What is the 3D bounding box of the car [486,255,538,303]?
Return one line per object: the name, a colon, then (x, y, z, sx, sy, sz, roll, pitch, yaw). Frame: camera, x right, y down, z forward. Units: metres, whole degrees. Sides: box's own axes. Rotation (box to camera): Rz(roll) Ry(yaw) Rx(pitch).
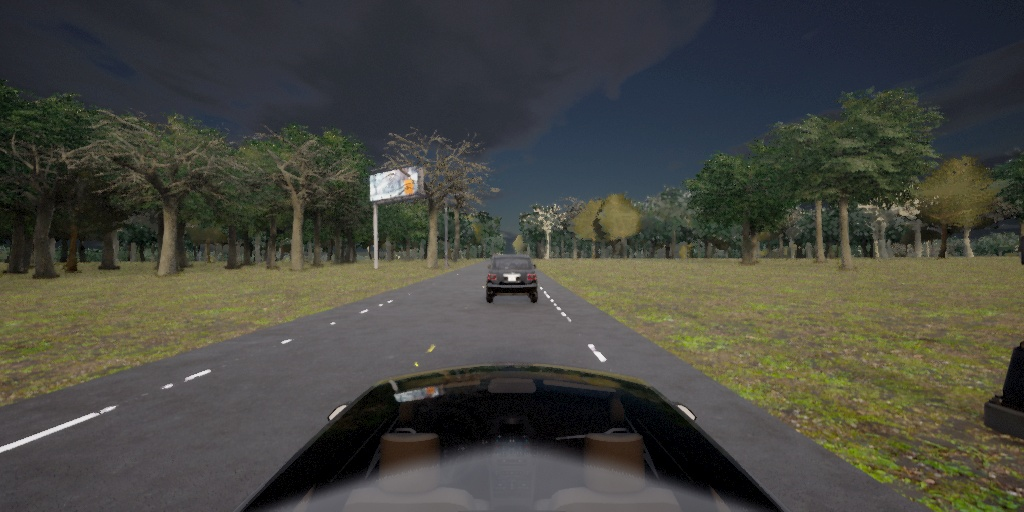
car: (0.000, 0.967, 16.530, 2.150, 2.045, 5.566, 0, 0, 0)
